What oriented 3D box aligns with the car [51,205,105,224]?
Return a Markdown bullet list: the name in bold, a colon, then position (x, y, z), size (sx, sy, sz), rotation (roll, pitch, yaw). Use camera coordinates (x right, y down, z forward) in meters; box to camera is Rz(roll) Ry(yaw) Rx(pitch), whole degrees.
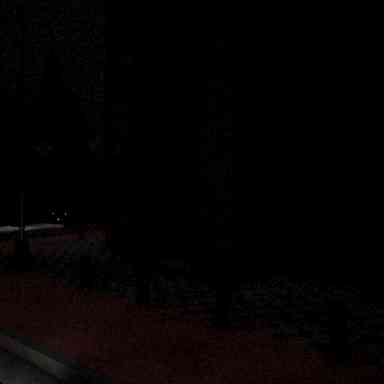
- **car**: position (-8.207, 1.639, 25.351), size (1.895, 1.301, 4.718), rotation (0, 0, 35)
